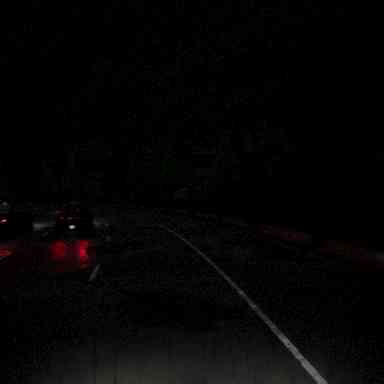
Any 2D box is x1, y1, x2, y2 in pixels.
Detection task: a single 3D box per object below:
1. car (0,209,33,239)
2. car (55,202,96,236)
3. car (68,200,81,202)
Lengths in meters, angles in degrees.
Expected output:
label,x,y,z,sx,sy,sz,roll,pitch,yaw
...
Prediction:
label,x,y,z,sx,sy,sz,roll,pitch,yaw
car,-9.994,1.643,18.024,2.128,1.511,4.902,-1,0,-14
car,-6.762,1.592,19.448,2.128,1.511,4.902,-1,0,-14
car,-12.987,1.671,36.739,1.882,1.535,5.008,-1,0,-25
